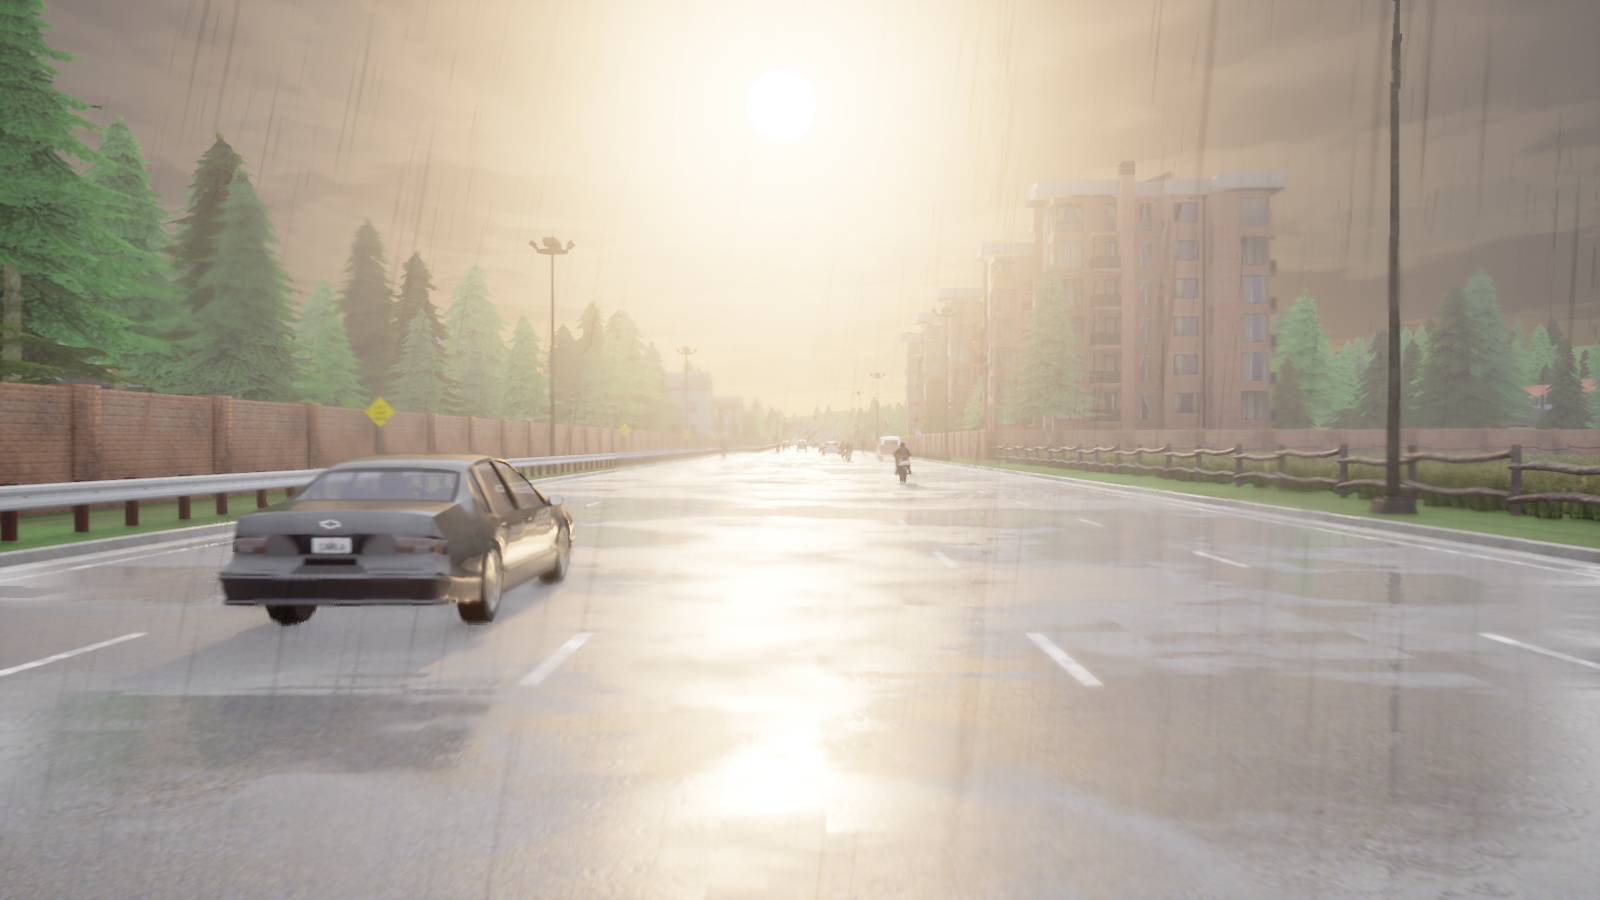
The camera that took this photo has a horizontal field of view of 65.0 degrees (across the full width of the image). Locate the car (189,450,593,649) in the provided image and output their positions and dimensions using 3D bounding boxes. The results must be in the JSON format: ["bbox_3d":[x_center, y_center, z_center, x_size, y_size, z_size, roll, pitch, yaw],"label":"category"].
[{"bbox_3d":[-3.418,0.725,11.825,2.033,1.411,5.357,0,0,0],"label":"car"}]

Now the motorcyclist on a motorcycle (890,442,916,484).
[{"bbox_3d":[3.779,0.470,46.365,0.797,1.523,2.044,0,0,0],"label":"motorcyclist on a motorcycle"}]
